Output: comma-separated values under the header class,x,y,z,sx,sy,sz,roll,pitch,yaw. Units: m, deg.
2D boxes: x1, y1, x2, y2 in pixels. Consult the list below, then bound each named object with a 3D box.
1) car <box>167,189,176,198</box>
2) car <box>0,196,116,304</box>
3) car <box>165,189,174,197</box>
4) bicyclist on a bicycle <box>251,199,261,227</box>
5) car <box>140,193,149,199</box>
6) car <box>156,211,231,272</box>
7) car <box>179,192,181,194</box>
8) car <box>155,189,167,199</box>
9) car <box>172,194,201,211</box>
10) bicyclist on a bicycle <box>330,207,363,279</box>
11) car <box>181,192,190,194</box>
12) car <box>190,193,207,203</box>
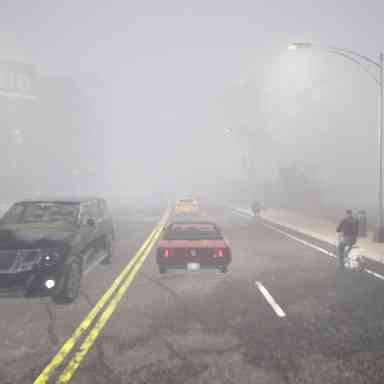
class,x,y,z,sx,sy,sz,roll,pitch,yaw
car,-5.168,0.520,84.493,2.097,1.767,4.553,0,1,-7
car,-3.410,1.144,8.307,2.150,2.045,5.566,0,0,-1
car,-6.471,0.189,94.510,2.150,2.045,5.566,0,1,-8
bicyclist on a bicycle,3.839,1.263,19.950,0.582,1.620,1.656,0,0,-2
car,-10.388,0.831,72.965,2.033,1.411,5.357,0,1,-6
car,0.006,1.503,10.362,1.895,1.301,4.718,0,1,-1
car,-2.512,0.637,89.400,1.812,1.442,4.674,0,1,-7
car,-7.168,0.639,73.408,2.097,1.767,4.553,0,1,-6
car,-0.512,1.204,28.636,1.882,1.535,5.008,0,1,-2
bicyclist on a bicycle,4.068,1.287,8.875,0.659,1.776,1.843,0,1,-1
car,-0.623,0.820,73.348,2.033,1.411,5.357,0,1,-6
car,1.232,1.042,53.907,1.994,1.385,4.181,0,1,-4
